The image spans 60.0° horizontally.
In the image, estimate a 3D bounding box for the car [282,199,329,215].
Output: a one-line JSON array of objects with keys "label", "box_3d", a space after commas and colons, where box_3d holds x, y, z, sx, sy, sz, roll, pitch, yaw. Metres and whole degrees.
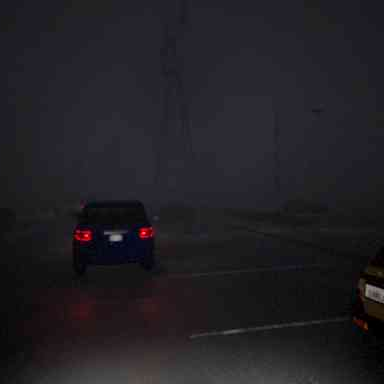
[{"label": "car", "box_3d": [10.377, 1.350, 30.456, 4.193, 1.474, 1.816, -1, 0, -15]}]

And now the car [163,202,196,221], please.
[{"label": "car", "box_3d": [-1.705, 1.522, 25.880, 3.905, 1.438, 1.784, -1, 0, -15]}]

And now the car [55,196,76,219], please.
[{"label": "car", "box_3d": [-9.813, 1.323, 28.434, 2.150, 2.045, 5.566, -1, 0, -42]}]

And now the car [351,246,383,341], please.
[{"label": "car", "box_3d": [4.451, 1.250, 4.260, 4.605, 1.855, 1.932, -1, 0, -15]}]

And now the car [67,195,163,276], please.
[{"label": "car", "box_3d": [-2.577, 1.245, 10.831, 2.150, 2.045, 5.566, -1, 0, -15]}]
